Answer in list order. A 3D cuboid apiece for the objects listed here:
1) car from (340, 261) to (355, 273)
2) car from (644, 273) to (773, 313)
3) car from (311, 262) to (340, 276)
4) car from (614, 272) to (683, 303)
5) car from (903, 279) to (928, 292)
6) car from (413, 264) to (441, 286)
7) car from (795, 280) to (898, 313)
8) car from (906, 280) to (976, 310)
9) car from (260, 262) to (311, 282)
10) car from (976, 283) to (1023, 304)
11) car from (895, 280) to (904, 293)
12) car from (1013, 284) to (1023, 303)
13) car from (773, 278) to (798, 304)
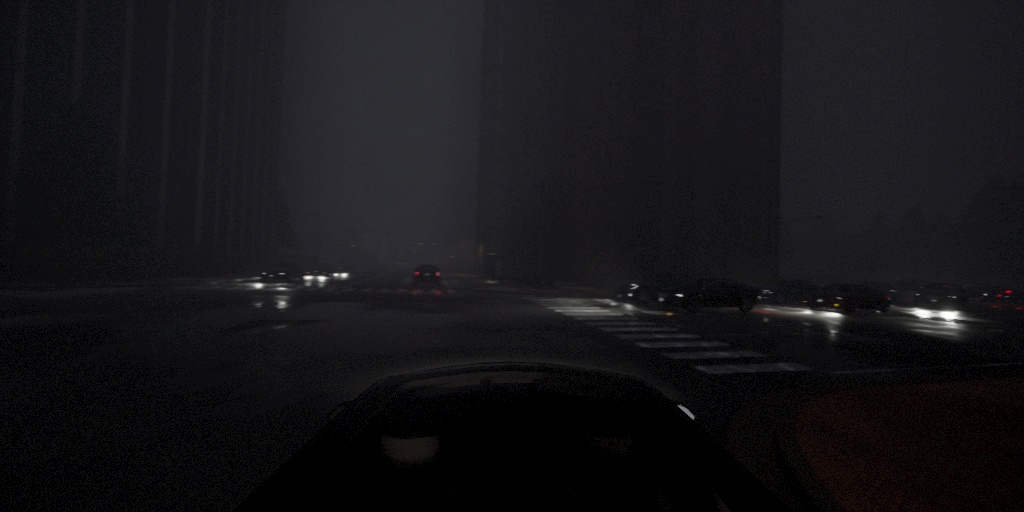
[{"bbox_3d":[-22.095,1.411,47.457,2.128,1.511,4.902,2,-1,-13],"label":"car"},{"bbox_3d":[9.105,1.786,16.761,4.902,1.511,2.128,2,-1,-14],"label":"car"},{"bbox_3d":[-19.763,1.363,37.301,1.994,1.385,4.181,2,-1,-13],"label":"car"},{"bbox_3d":[8.070,1.678,20.131,4.553,1.767,2.097,2,-1,-13],"label":"car"},{"bbox_3d":[38.228,2.840,33.743,2.033,1.411,5.357,1,-1,28],"label":"car"},{"bbox_3d":[-6.787,1.412,28.781,2.097,1.767,4.553,2,-1,-13],"label":"car"},{"bbox_3d":[17.720,2.186,19.015,4.181,1.385,1.994,2,-1,-18],"label":"car"},{"bbox_3d":[27.598,2.515,23.038,4.902,1.511,2.128,2,-1,-34],"label":"car"},{"bbox_3d":[-17.493,1.190,27.612,1.837,1.490,4.892,2,-1,-13],"label":"car"},{"bbox_3d":[39.673,3.046,29.835,2.128,1.511,4.902,1,-1,33],"label":"car"},{"bbox_3d":[26.787,2.612,26.477,5.357,1.411,2.033,3,-1,-35],"label":"car"},{"bbox_3d":[42.617,3.110,28.179,2.128,1.511,4.902,1,-1,34],"label":"car"},{"bbox_3d":[16.992,2.140,22.361,5.008,1.535,1.882,2,-1,-16],"label":"car"}]
